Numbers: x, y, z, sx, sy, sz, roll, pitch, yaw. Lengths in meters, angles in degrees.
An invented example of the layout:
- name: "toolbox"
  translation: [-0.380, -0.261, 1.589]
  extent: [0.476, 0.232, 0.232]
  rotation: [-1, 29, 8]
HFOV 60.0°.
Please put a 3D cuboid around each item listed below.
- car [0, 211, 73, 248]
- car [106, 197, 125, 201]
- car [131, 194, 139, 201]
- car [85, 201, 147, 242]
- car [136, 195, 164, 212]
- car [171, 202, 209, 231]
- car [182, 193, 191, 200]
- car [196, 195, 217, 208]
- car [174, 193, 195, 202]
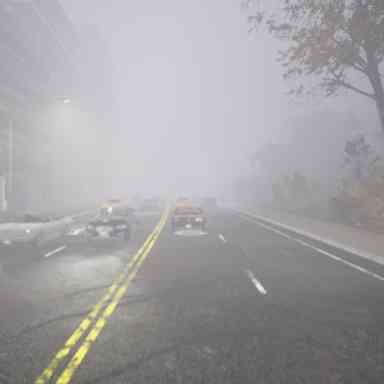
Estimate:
- name: "car"
  translation: [-6.809, 1.512, 14.381]
  extent: [1.895, 1.301, 4.718]
  rotation: [0, 0, -1]
- name: "car"
  translation: [-7.450, 1.273, 32.097]
  extent: [1.882, 1.535, 5.008]
  rotation: [0, 0, -3]
- name: "car"
  translation: [-8.696, 1.137, 53.140]
  extent: [1.882, 1.535, 5.008]
  rotation: [0, 0, -5]
- name: "car"
  translation: [-3.599, 1.392, 15.821]
  extent: [2.128, 1.511, 4.902]
  rotation: [0, 0, -1]
- name: "car"
  translation: [-4.366, 1.317, 35.519]
  extent: [2.033, 1.411, 5.357]
  rotation: [0, 0, -3]
- name: "car"
  translation: [-0.247, 1.474, 19.627]
  extent: [1.895, 1.301, 4.718]
  rotation: [0, 0, -2]
- name: "car"
  translation: [-1.299, 0.989, 77.686]
  extent: [1.812, 1.442, 4.674]
  rotation: [0, 0, -7]
- name: "car"
  translation: [1.979, 1.287, 41.556]
  extent: [1.994, 1.385, 4.181]
  rotation: [0, 0, -4]
- name: "car"
  translation: [-1.046, 1.229, 37.755]
  extent: [1.882, 1.535, 5.008]
  rotation: [0, 0, -3]
